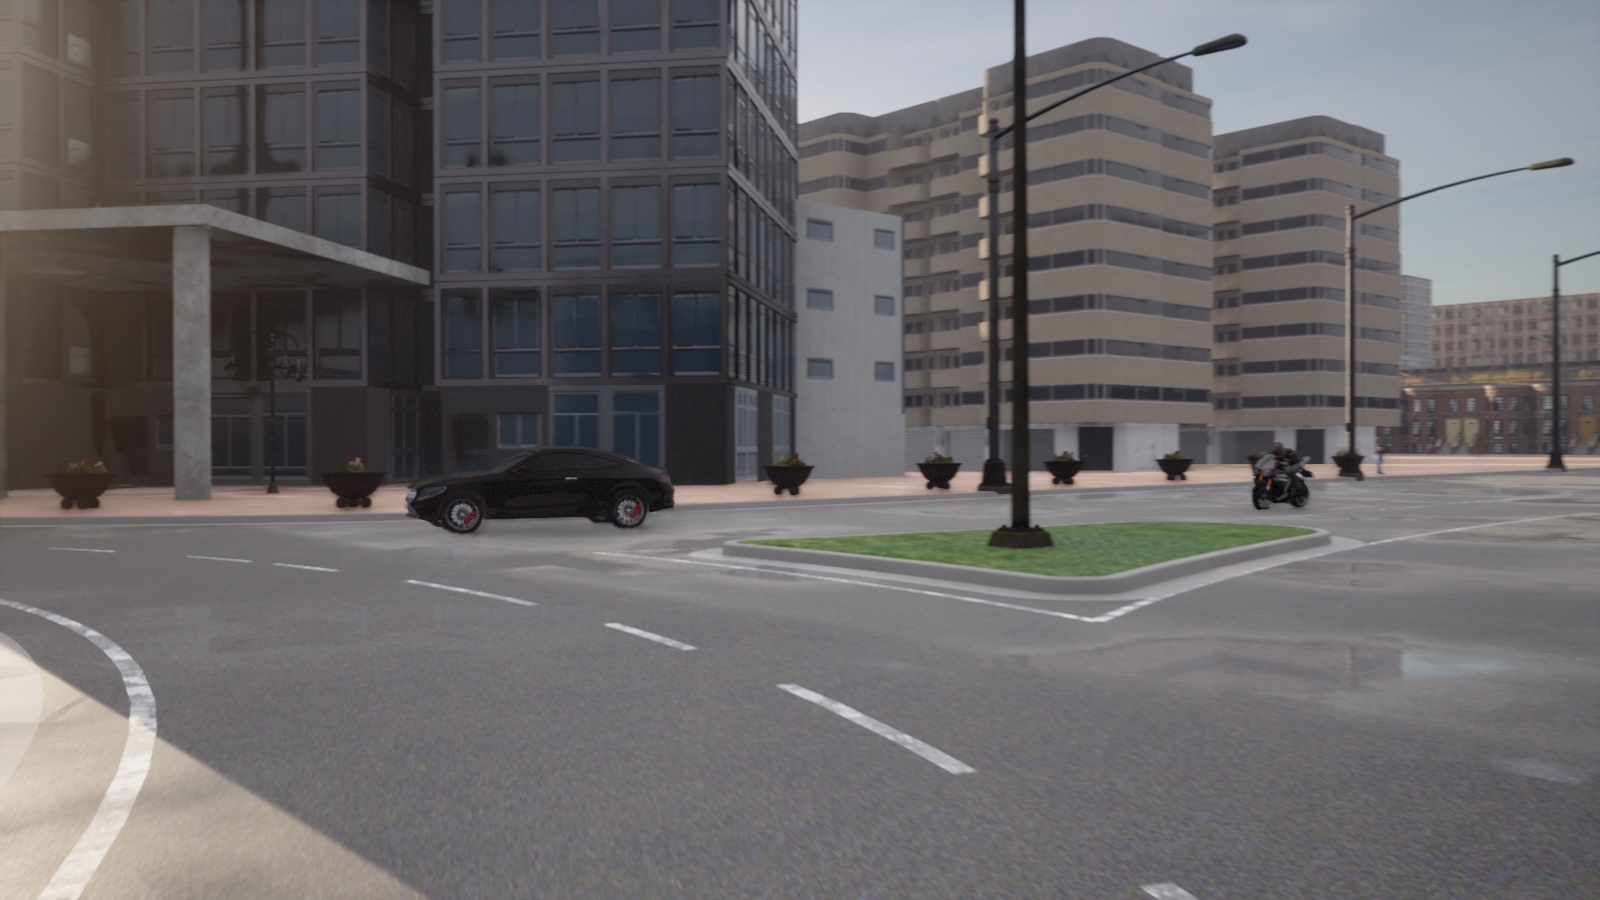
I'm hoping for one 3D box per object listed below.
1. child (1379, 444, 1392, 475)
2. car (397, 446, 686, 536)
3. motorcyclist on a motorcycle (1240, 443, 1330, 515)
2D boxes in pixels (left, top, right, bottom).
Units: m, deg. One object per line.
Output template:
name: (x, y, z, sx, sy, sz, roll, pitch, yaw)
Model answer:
child: (23.293, 0.374, 49.939, 0.437, 1.263, 0.270, 0, 0, -35)
car: (-4.515, 0.653, 22.013, 4.674, 1.442, 1.812, 0, 0, -25)
motorcyclist on a motorcycle: (10.724, 0.613, 27.760, 2.191, 1.530, 0.866, 0, 0, -38)
